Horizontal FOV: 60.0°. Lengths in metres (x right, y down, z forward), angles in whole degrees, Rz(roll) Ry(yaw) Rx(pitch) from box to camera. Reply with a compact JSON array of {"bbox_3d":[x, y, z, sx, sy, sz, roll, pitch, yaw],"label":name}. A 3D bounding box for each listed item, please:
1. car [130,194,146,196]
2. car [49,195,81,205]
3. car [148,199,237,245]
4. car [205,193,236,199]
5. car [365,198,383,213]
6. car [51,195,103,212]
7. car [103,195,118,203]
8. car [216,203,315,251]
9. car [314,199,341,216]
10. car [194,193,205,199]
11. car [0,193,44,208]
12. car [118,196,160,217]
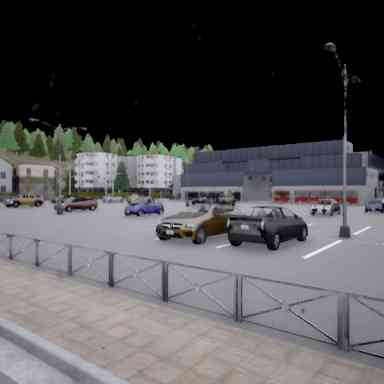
[{"bbox_3d":[-8.494,1.129,54.758,2.152,1.636,5.027,0,0,37],"label":"car"},{"bbox_3d":[-20.981,1.265,55.007,2.007,1.523,4.514,0,0,37],"label":"car"},{"bbox_3d":[0.630,1.326,15.341,2.152,1.636,5.027,0,0,37],"label":"car"},{"bbox_3d":[4.240,1.085,45.566,1.932,1.855,4.605,0,0,37],"label":"car"},{"bbox_3d":[18.934,1.375,34.188,1.845,1.501,3.633,0,0,37],"label":"car"},{"bbox_3d":[-12.057,1.278,34.719,2.007,1.523,4.514,0,0,37],"label":"car"},{"bbox_3d":[-13.794,1.203,58.392,1.970,1.475,3.806,0,0,37],"label":"car"},{"bbox_3d":[3.156,1.337,13.480,2.007,1.523,4.514,0,0,37],"label":"car"},{"bbox_3d":[12.065,1.382,30.095,1.970,1.475,3.806,0,0,37],"label":"car"},{"bbox_3d":[1.680,1.062,47.000,1.905,1.878,3.866,0,0,37],"label":"car"},{"bbox_3d":[-21.531,1.068,42.837,1.932,1.855,4.605,0,0,37],"label":"car"},{"bbox_3d":[-4.137,1.307,28.626,1.845,1.501,3.633,0,0,37],"label":"car"}]
